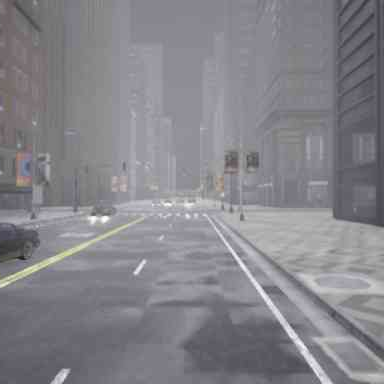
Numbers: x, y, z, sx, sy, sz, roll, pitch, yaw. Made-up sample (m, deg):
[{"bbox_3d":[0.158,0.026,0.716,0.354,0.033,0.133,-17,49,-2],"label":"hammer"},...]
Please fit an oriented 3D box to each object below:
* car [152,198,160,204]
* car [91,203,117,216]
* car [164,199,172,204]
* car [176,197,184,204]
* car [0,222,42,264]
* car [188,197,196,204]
[{"bbox_3d":[-9.753,2.503,91.089,1.812,1.442,4.674,0,-1,0],"label":"car"},{"bbox_3d":[-9.753,1.972,37.136,1.994,1.385,4.181,0,-1,0],"label":"car"},{"bbox_3d":[-6.503,2.574,91.058,1.895,1.301,4.718,0,-1,0],"label":"car"},{"bbox_3d":[-3.253,2.401,87.528,1.994,1.385,4.181,0,-1,0],"label":"car"},{"bbox_3d":[-6.601,1.661,10.264,2.033,1.411,5.357,0,-1,0],"label":"car"},{"bbox_3d":[-0.003,2.204,87.500,2.097,1.767,4.553,0,-1,0],"label":"car"}]
